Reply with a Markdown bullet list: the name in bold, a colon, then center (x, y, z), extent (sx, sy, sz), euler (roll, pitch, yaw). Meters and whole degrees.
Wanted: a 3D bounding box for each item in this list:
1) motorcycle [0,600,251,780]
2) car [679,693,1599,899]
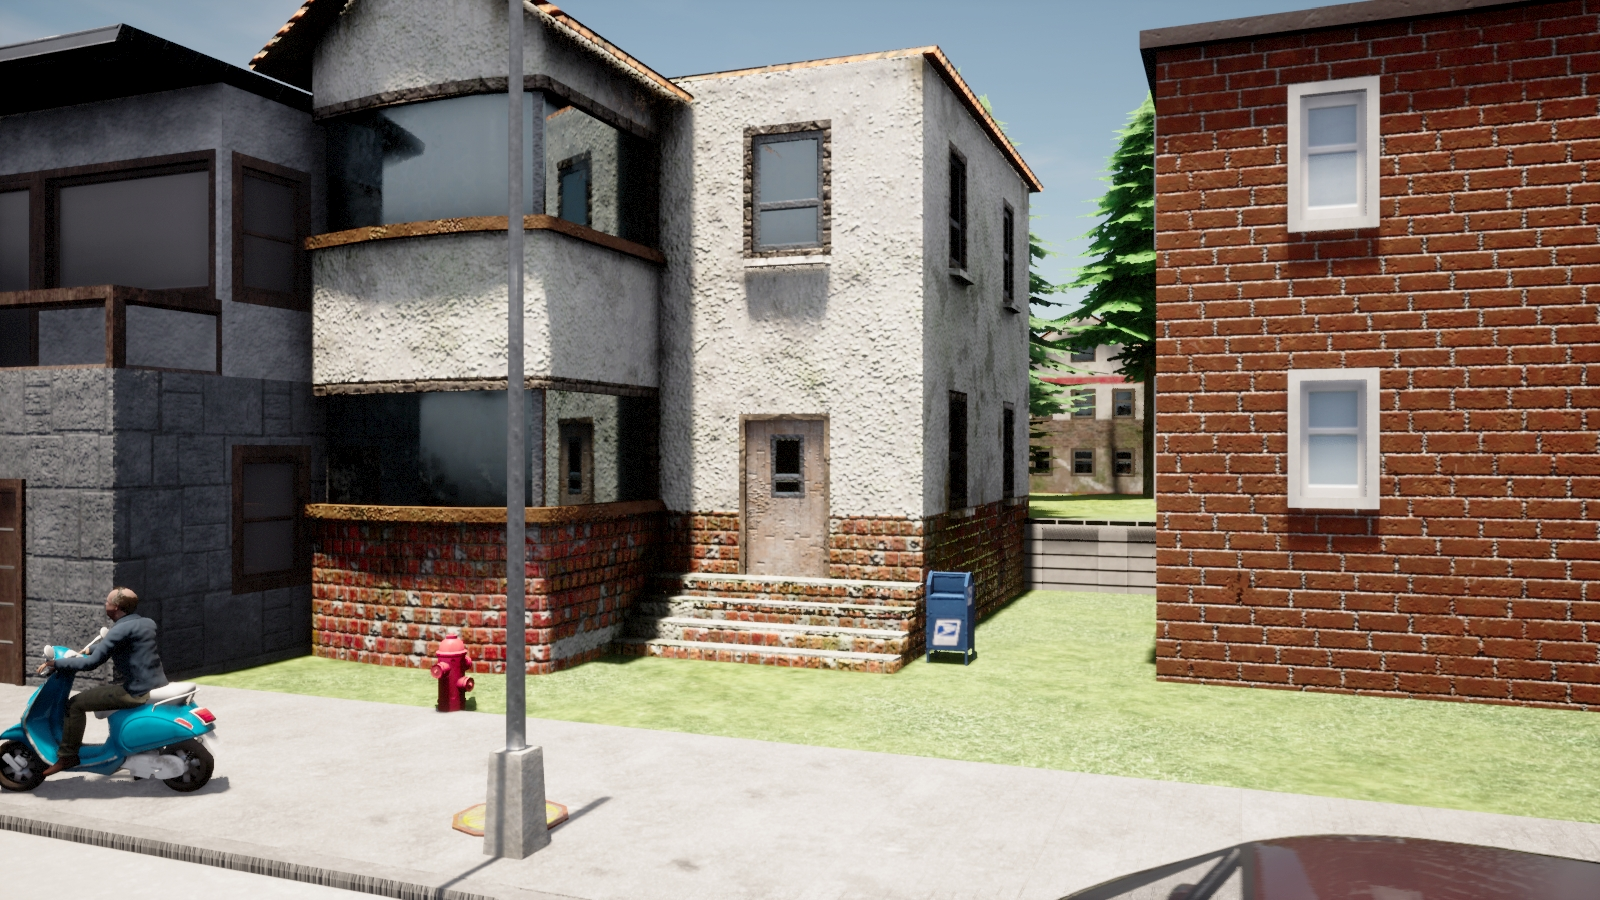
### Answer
- **motorcycle**: center (-5.442, 1.858, 9.019), extent (1.805, 1.236, 0.856), euler (0, 0, 1)
- **car**: center (1.716, 1.806, 3.339), extent (3.705, 1.549, 1.789), euler (0, 0, 21)
